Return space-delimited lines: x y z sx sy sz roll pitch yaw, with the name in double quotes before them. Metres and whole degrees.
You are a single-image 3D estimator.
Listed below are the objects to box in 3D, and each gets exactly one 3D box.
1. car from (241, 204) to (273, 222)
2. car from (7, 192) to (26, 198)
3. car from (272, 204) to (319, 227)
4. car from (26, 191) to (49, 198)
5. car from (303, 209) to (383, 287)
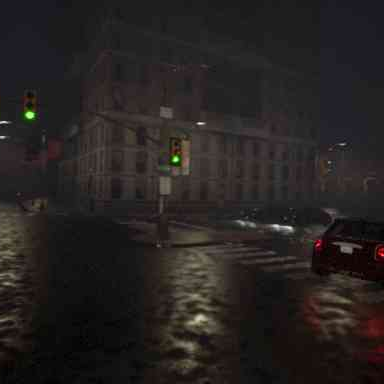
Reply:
"car" 6.753 1.727 28.100 5.357 1.411 2.033 2 0 -29
"car" -37.622 0.576 72.040 1.895 1.301 4.718 2 0 9
"car" 8.512 1.791 25.073 4.181 1.385 1.994 2 0 -29
"car" -33.855 0.582 73.842 1.837 1.490 4.892 2 0 12
"car" 5.475 1.498 9.610 4.553 1.767 2.097 2 0 -39
